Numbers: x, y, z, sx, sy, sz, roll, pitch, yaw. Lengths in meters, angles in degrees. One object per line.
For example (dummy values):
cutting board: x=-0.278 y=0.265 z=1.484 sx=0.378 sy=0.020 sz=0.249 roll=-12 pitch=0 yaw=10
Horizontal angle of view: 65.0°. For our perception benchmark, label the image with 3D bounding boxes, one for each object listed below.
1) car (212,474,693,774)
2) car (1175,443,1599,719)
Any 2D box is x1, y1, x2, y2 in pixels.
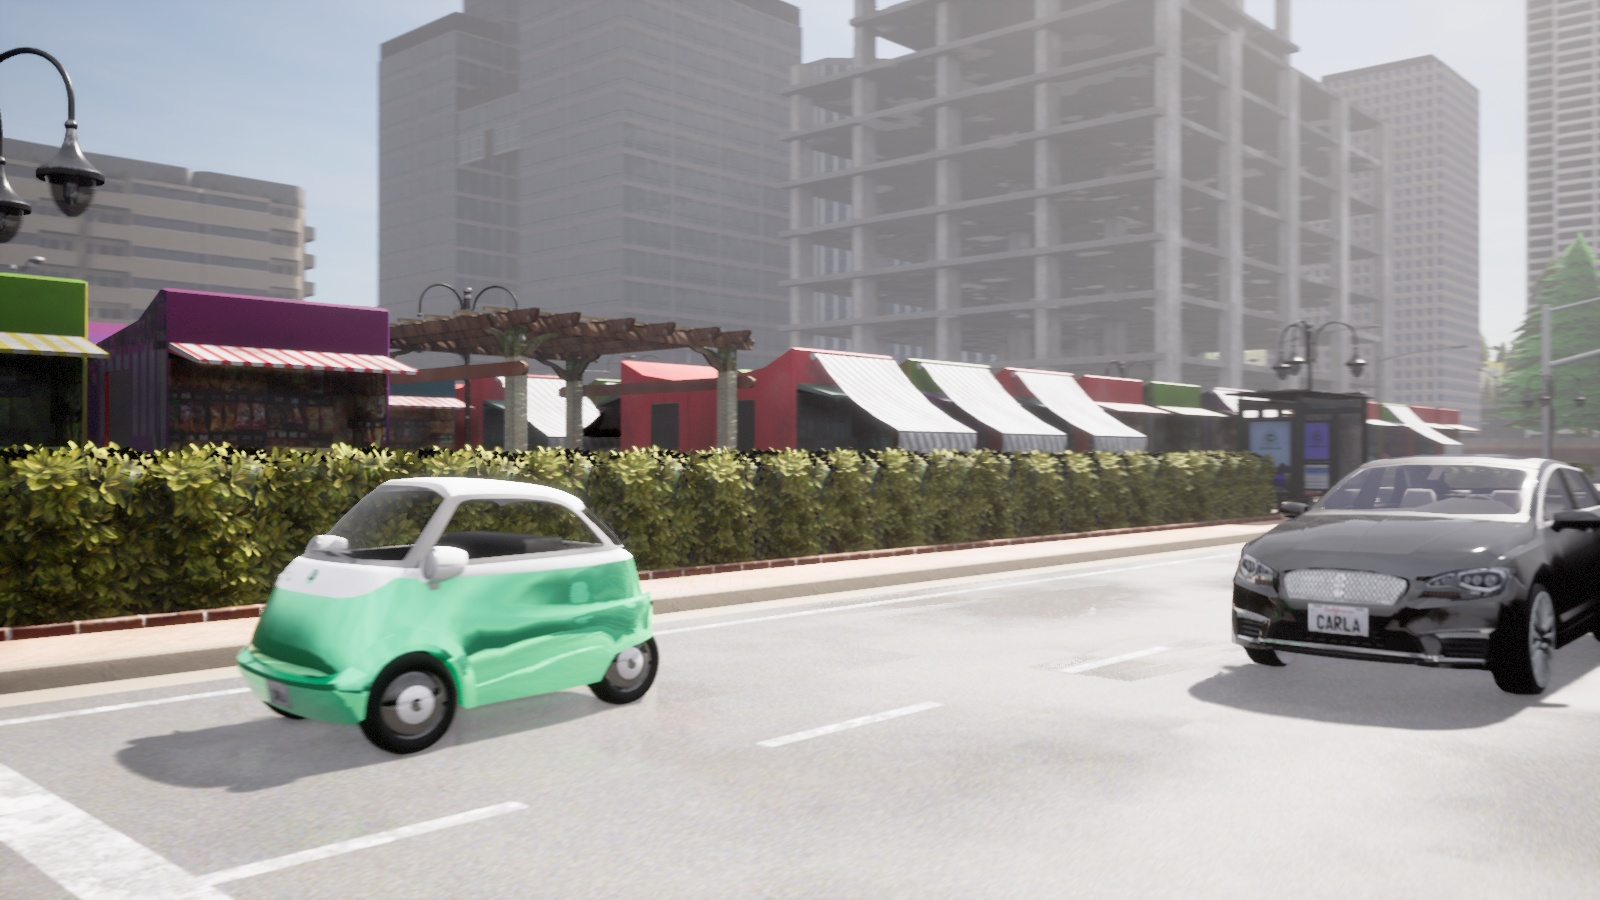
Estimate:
car: x=-1.938 y=0.842 z=7.193 sx=1.481 sy=1.376 sz=2.207 roll=0 pitch=-1 yaw=45
car: x=4.944 y=0.728 z=9.416 sx=2.128 sy=1.511 sz=4.902 roll=0 pitch=0 yaw=43
